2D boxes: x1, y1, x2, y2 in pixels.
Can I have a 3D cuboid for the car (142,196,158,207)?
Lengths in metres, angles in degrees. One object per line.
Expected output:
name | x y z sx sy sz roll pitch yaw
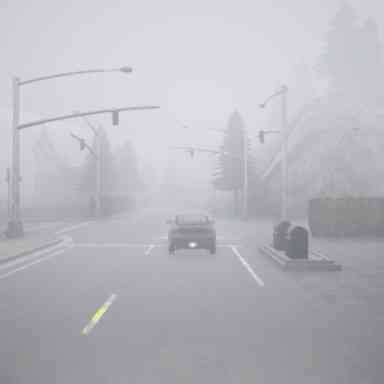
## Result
car | -8.291 1.844 64.966 2.150 2.045 5.566 1 -1 -23

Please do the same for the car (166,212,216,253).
car | -0.042 1.646 14.316 1.837 1.490 4.892 0 0 -2
